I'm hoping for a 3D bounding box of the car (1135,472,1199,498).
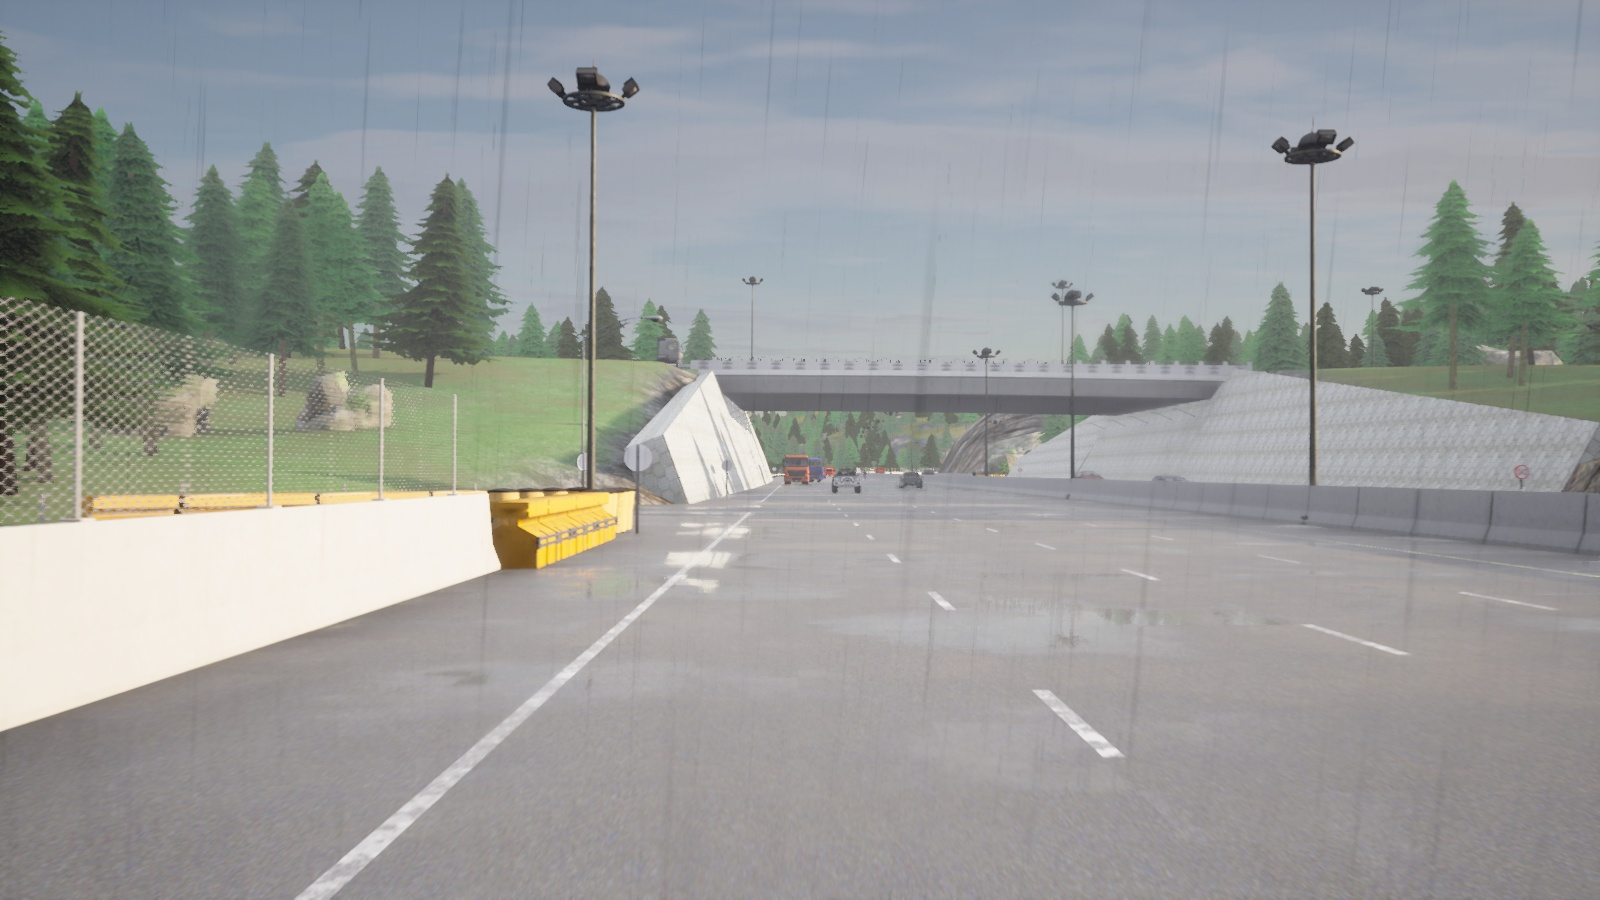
[{"bbox_3d":[20.827,1.976,71.487,2.033,1.411,5.357,0,-1,0],"label":"car"}]

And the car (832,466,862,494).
[{"bbox_3d":[3.285,2.102,88.621,1.932,1.855,4.605,0,-1,0],"label":"car"}]
